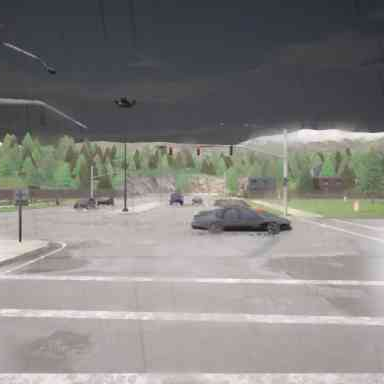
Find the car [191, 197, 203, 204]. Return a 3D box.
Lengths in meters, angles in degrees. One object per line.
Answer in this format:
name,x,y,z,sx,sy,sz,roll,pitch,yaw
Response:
car,0.883,1.547,58.264,2.033,1.411,5.357,0,0,1

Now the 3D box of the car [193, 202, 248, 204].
car,2.904,1.547,21.566,5.357,1.411,2.033,0,0,0

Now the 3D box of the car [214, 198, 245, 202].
car,3.496,1.352,25.061,4.553,1.767,2.097,0,0,0

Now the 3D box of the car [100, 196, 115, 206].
car,-14.323,1.478,55.486,1.882,1.535,5.008,0,0,1

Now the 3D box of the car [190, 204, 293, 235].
car,2.579,1.547,18.067,5.357,1.411,2.033,0,0,0

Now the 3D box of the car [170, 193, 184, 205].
car,-2.631,1.222,57.371,2.150,2.045,5.566,0,0,1

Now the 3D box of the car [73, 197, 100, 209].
car,-14.491,1.505,45.176,1.837,1.490,4.892,0,0,1
